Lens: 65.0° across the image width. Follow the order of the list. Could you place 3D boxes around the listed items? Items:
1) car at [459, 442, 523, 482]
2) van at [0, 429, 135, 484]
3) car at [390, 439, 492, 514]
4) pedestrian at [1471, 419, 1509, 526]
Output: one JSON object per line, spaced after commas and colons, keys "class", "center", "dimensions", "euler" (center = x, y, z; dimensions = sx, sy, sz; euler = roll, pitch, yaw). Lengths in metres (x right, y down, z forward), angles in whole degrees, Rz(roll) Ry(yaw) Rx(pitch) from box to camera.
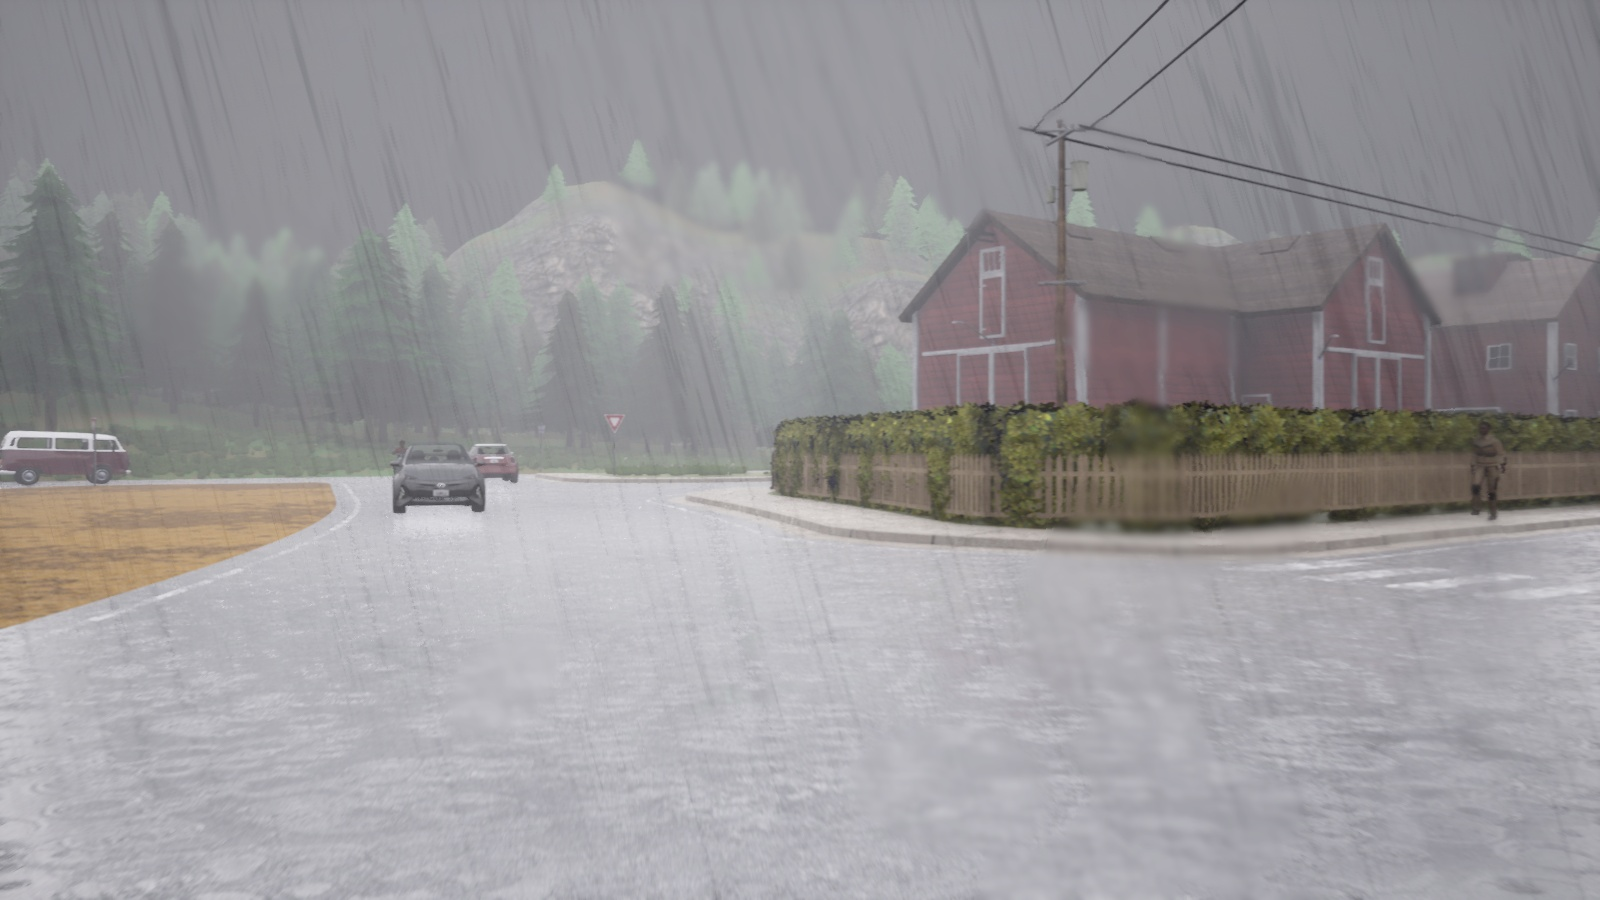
{"class": "car", "center": [-11.974, 0.437, 48.469], "dimensions": [1.970, 1.475, 3.806], "euler": [0, 0, -20]}
{"class": "van", "center": [-28.697, 0.265, 49.087], "dimensions": [4.480, 2.038, 2.069], "euler": [1, -1, -37]}
{"class": "car", "center": [-8.118, 0.532, 28.142], "dimensions": [2.007, 1.525, 4.514], "euler": [0, 0, -18]}
{"class": "pedestrian", "center": [12.636, 0.406, 22.993], "dimensions": [0.692, 1.930, 0.396], "euler": [0, 0, -41]}
